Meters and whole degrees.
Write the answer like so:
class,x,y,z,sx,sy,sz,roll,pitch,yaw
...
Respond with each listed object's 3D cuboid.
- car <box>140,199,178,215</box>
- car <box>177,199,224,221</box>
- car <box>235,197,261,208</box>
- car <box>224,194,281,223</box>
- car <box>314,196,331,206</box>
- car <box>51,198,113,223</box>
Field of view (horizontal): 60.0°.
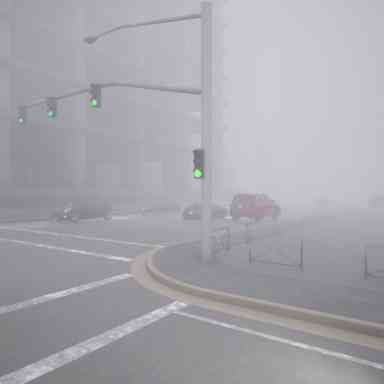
class,x,y,z,sx,sy,sz,roll,pitch,yaw
car,-3.065,1.436,32.831,2.128,1.511,4.902,0,0,35
car,1.096,1.508,26.247,1.994,1.385,4.181,0,0,35
car,8.246,1.470,48.734,1.812,1.442,4.674,0,0,36
car,4.956,1.166,25.645,2.150,2.045,5.566,0,0,35
car,21.844,1.422,55.548,1.882,1.535,5.008,0,0,35
car,-8.329,1.297,25.407,2.097,1.767,4.553,0,0,36
